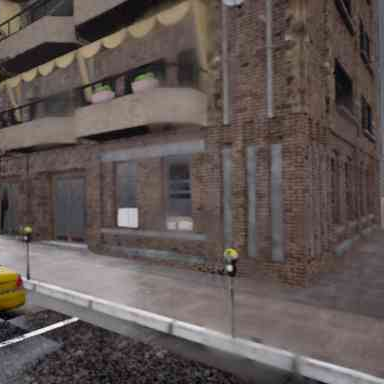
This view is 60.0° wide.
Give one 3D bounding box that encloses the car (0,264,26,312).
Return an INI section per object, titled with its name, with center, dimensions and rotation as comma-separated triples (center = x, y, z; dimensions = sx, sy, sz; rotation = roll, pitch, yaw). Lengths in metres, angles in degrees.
[car]
center = -5.156, 1.543, 6.567
dimensions = 4.829, 1.417, 1.752
rotation = 0, -1, 36
